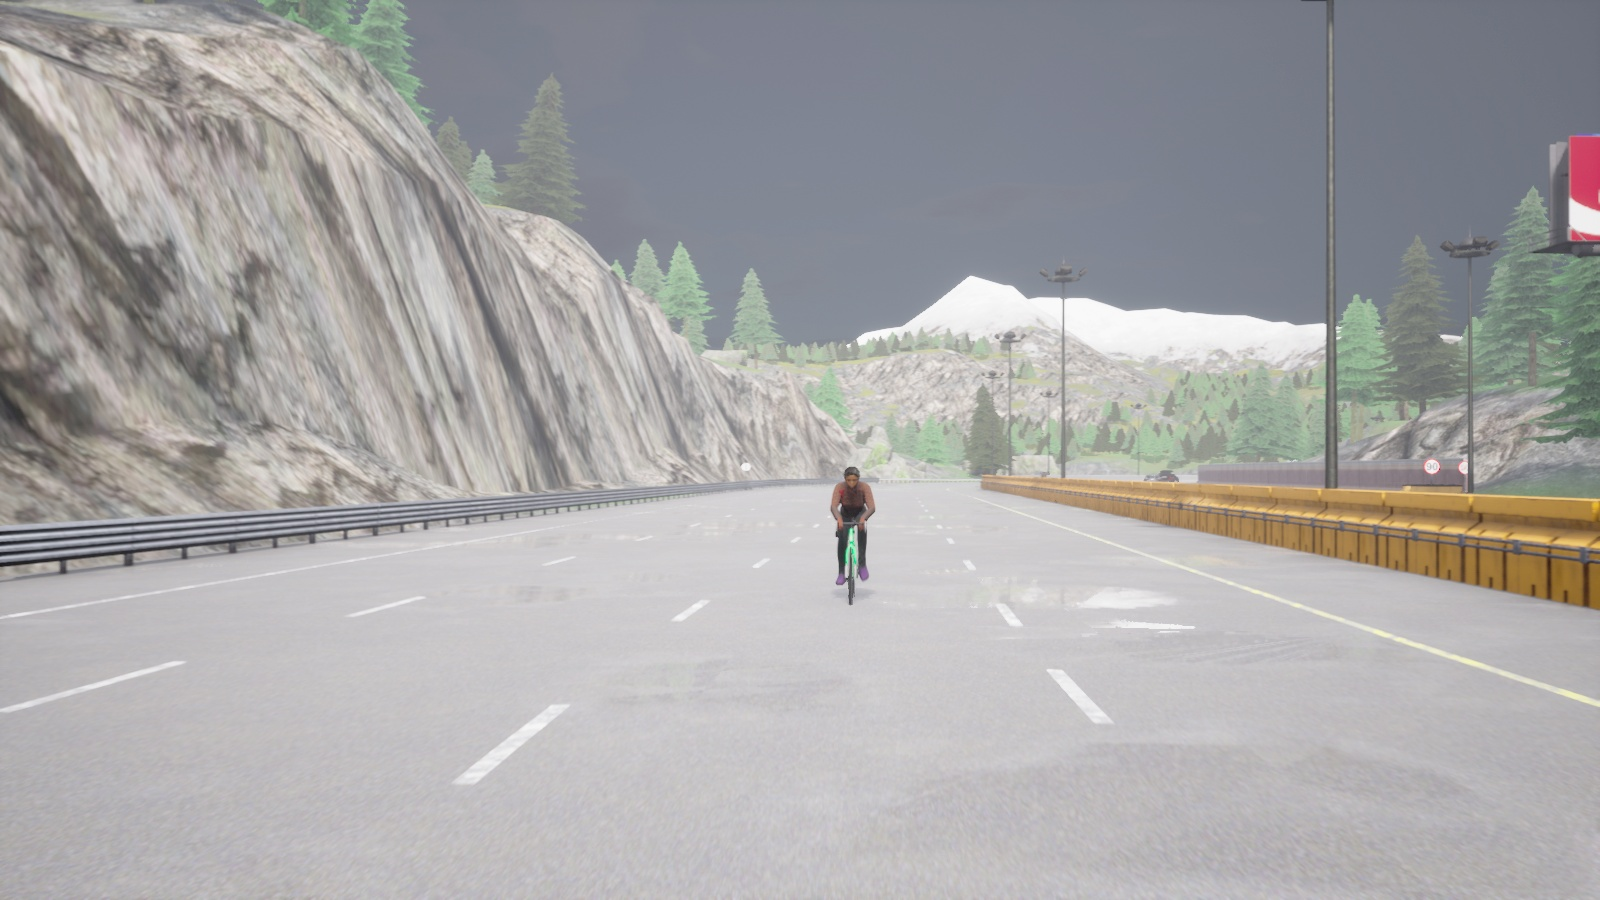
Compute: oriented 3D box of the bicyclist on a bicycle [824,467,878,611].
[{"bbox_3d":[0.632,1.017,15.038,0.582,1.620,1.656,0,0,4],"label":"bicyclist on a bicycle"}]
